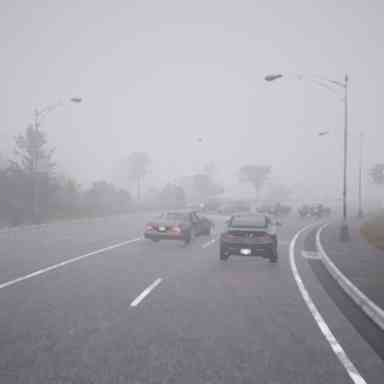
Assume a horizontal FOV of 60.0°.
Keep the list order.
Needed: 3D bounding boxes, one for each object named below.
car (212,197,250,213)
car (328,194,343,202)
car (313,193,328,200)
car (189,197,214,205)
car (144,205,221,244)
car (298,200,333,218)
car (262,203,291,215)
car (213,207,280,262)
[{"bbox_3d":[4.247,1.528,33.280,1.837,1.490,4.892,1,0,34],"label":"car"},{"bbox_3d":[29.173,1.157,66.002,1.812,1.442,4.674,1,2,38],"label":"car"},{"bbox_3d":[26.426,0.936,68.165,2.097,1.767,4.553,1,2,38],"label":"car"},{"bbox_3d":[1.414,1.329,35.309,2.097,1.767,4.553,1,0,34],"label":"car"},{"bbox_3d":[-0.401,1.559,15.992,2.033,1.411,5.357,1,0,19],"label":"car"},{"bbox_3d":[11.696,1.735,31.475,1.895,1.301,4.718,1,0,35],"label":"car"},{"bbox_3d":[8.091,1.680,32.392,1.895,1.301,4.718,1,0,34],"label":"car"},{"bbox_3d":[2.216,1.538,12.351,1.837,1.490,4.892,0,0,14],"label":"car"}]
